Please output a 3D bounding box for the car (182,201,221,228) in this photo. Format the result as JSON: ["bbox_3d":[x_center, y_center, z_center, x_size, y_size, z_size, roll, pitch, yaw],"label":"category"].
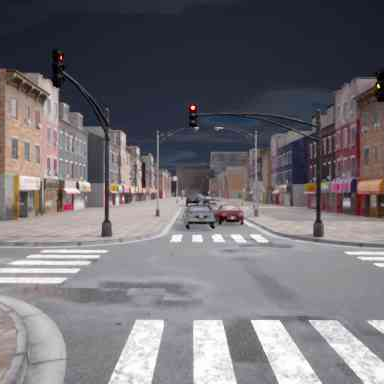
[{"bbox_3d":[0.385,1.560,22.291,2.033,1.411,5.357,0,0,-4],"label":"car"}]

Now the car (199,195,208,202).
[{"bbox_3d":[2.752,1.631,80.904,1.967,1.590,4.097,0,0,0],"label":"car"}]

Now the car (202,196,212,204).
[{"bbox_3d":[3.122,1.670,69.277,1.812,1.442,4.674,0,0,0],"label":"car"}]

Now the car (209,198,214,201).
[{"bbox_3d":[2.681,1.549,29.957,1.752,1.417,4.829,0,0,0],"label":"car"}]

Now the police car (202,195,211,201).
[{"bbox_3d":[3.097,1.542,62.387,1.930,1.638,5.238,0,0,0],"label":"police car"}]

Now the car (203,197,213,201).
[{"bbox_3d":[2.696,1.613,41.146,1.947,1.339,4.313,0,0,0],"label":"car"}]

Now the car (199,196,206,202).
[{"bbox_3d":[2.760,1.796,86.583,1.802,1.307,4.206,0,0,0],"label":"car"}]

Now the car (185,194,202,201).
[{"bbox_3d":[0.127,1.308,54.062,2.150,2.045,5.566,0,0,1],"label":"car"}]

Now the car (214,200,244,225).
[{"bbox_3d":[2.673,1.560,24.107,1.887,1.381,4.507,0,0,0],"label":"car"}]
